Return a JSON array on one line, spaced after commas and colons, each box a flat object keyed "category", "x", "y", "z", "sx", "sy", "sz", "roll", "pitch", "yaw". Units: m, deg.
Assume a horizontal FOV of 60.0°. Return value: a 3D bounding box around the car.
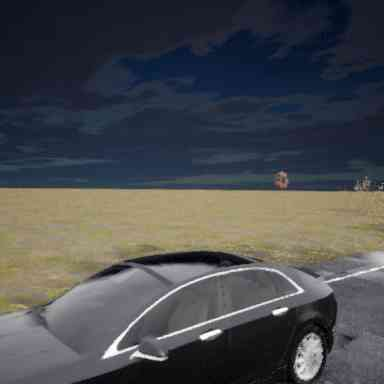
[{"category": "car", "x": -0.291, "y": 1.515, "z": 3.785, "sx": 4.892, "sy": 1.490, "sz": 1.837, "roll": 0, "pitch": 0, "yaw": -36}]
